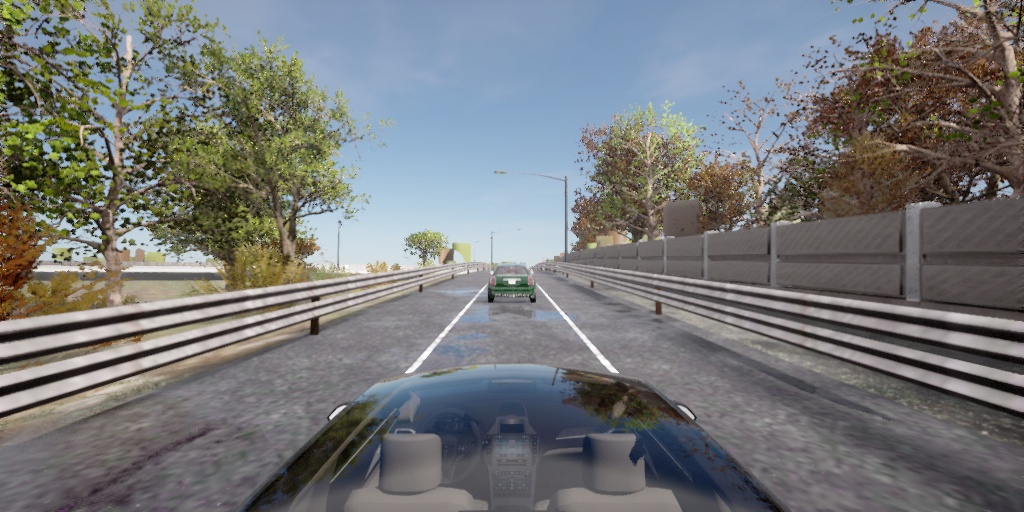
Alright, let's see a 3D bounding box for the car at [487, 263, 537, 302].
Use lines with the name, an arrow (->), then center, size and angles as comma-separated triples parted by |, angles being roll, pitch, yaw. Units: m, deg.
car -> 0.000, 1.116, 17.004 | 2.097, 1.767, 4.553 | 0, 0, 0
